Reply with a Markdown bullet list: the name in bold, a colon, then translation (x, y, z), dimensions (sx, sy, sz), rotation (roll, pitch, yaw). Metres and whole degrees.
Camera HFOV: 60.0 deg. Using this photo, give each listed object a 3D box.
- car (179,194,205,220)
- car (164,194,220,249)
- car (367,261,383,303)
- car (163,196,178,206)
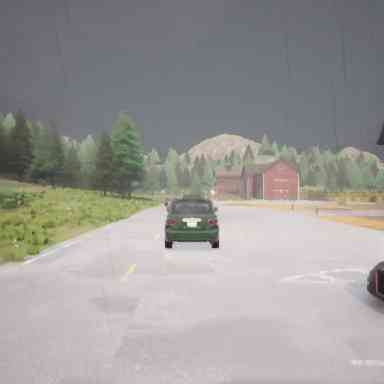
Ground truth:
- **car**: translation (0.000, 1.255, 29.680), dimensions (2.150, 2.045, 5.566), rotation (0, 0, 0)
- **car**: translation (0.000, 1.255, 14.680), dimensions (2.150, 2.045, 5.566), rotation (0, 0, 0)
- **car**: translation (5.558, 1.546, 6.054), dimensions (4.181, 1.381, 1.994), rotation (0, 0, -1)
- **car**: translation (-3.500, 1.518, 55.390), dimensions (2.128, 1.511, 4.902), rotation (0, 0, 0)
